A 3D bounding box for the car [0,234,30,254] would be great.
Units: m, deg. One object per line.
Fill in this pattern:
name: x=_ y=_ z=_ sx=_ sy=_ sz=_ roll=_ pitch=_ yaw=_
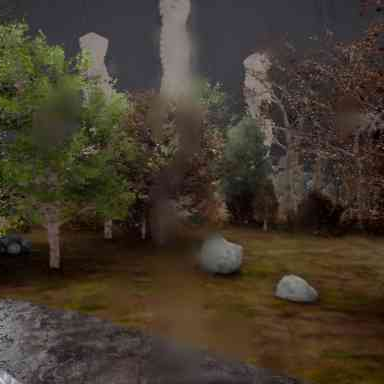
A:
car: x=-10.607 y=2.498 z=16.285 sx=2.231 sy=1.521 sz=4.892 roll=-4 pitch=-3 yaw=43
